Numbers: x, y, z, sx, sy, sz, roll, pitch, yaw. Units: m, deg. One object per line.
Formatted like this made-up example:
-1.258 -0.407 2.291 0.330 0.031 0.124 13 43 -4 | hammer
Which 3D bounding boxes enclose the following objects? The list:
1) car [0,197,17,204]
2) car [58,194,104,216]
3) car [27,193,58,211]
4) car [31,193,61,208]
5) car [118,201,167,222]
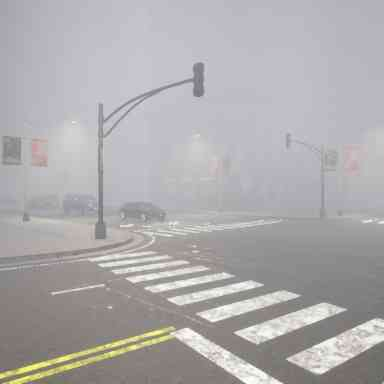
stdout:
-33.655 1.532 60.987 1.994 1.385 4.181 0 0 -45 | car
-11.020 1.205 33.461 2.150 2.045 5.566 0 0 -45 | car
-18.475 1.332 40.933 2.097 1.767 4.553 0 0 -45 | car
-21.526 1.205 48.849 5.566 2.045 2.150 1 0 45 | car
-4.004 1.495 26.439 1.837 1.490 4.892 0 0 -44 | car
